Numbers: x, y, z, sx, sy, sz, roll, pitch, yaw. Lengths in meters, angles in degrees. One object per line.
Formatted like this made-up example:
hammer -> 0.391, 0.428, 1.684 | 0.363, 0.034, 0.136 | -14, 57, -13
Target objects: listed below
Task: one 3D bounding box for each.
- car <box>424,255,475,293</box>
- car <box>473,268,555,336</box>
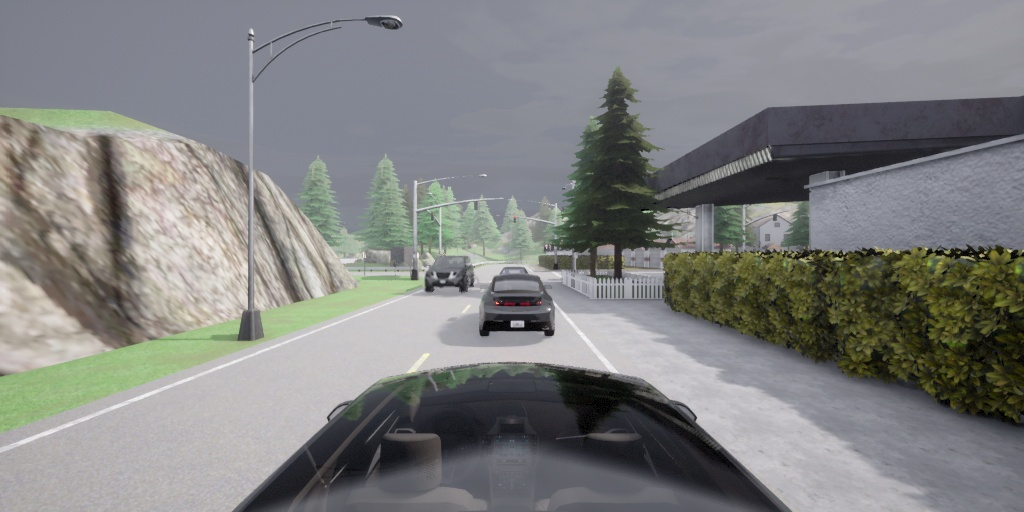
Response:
car -> -3.488, 0.973, 21.006 | 2.150, 2.045, 5.566 | 0, 0, 1
car -> 0.123, 1.255, 10.334 | 1.837, 1.490, 4.892 | 0, 0, 0
